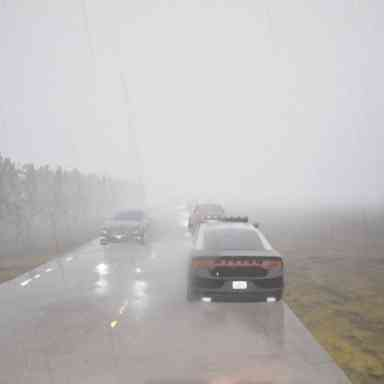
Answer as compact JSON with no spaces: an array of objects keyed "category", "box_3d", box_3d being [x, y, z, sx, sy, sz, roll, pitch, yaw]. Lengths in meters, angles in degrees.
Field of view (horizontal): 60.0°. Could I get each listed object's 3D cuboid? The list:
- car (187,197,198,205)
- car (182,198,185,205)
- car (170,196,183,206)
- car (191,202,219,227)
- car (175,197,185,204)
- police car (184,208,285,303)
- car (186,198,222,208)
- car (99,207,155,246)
[{"category":"car","box_3d":[0.101,1.739,63.363,1.994,1.385,4.181,0,0,0]},{"category":"car","box_3d":[0.101,1.647,46.015,2.033,1.411,5.357,0,0,1]},{"category":"car","box_3d":[-2.729,1.501,58.279,2.097,1.767,4.553,0,0,0]},{"category":"car","box_3d":[0.863,1.528,24.293,1.837,1.490,4.892,0,0,0]},{"category":"car","box_3d":[-2.635,1.796,72.304,1.994,1.385,4.181,0,0,0]},{"category":"police car","box_3d":[0.838,1.424,8.401,1.930,1.638,5.238,0,0,0]},{"category":"car","box_3d":[0.853,1.361,18.263,2.097,1.767,4.553,0,0,0]},{"category":"car","box_3d":[-2.824,1.509,15.286,1.837,1.490,4.892,0,0,0]}]
